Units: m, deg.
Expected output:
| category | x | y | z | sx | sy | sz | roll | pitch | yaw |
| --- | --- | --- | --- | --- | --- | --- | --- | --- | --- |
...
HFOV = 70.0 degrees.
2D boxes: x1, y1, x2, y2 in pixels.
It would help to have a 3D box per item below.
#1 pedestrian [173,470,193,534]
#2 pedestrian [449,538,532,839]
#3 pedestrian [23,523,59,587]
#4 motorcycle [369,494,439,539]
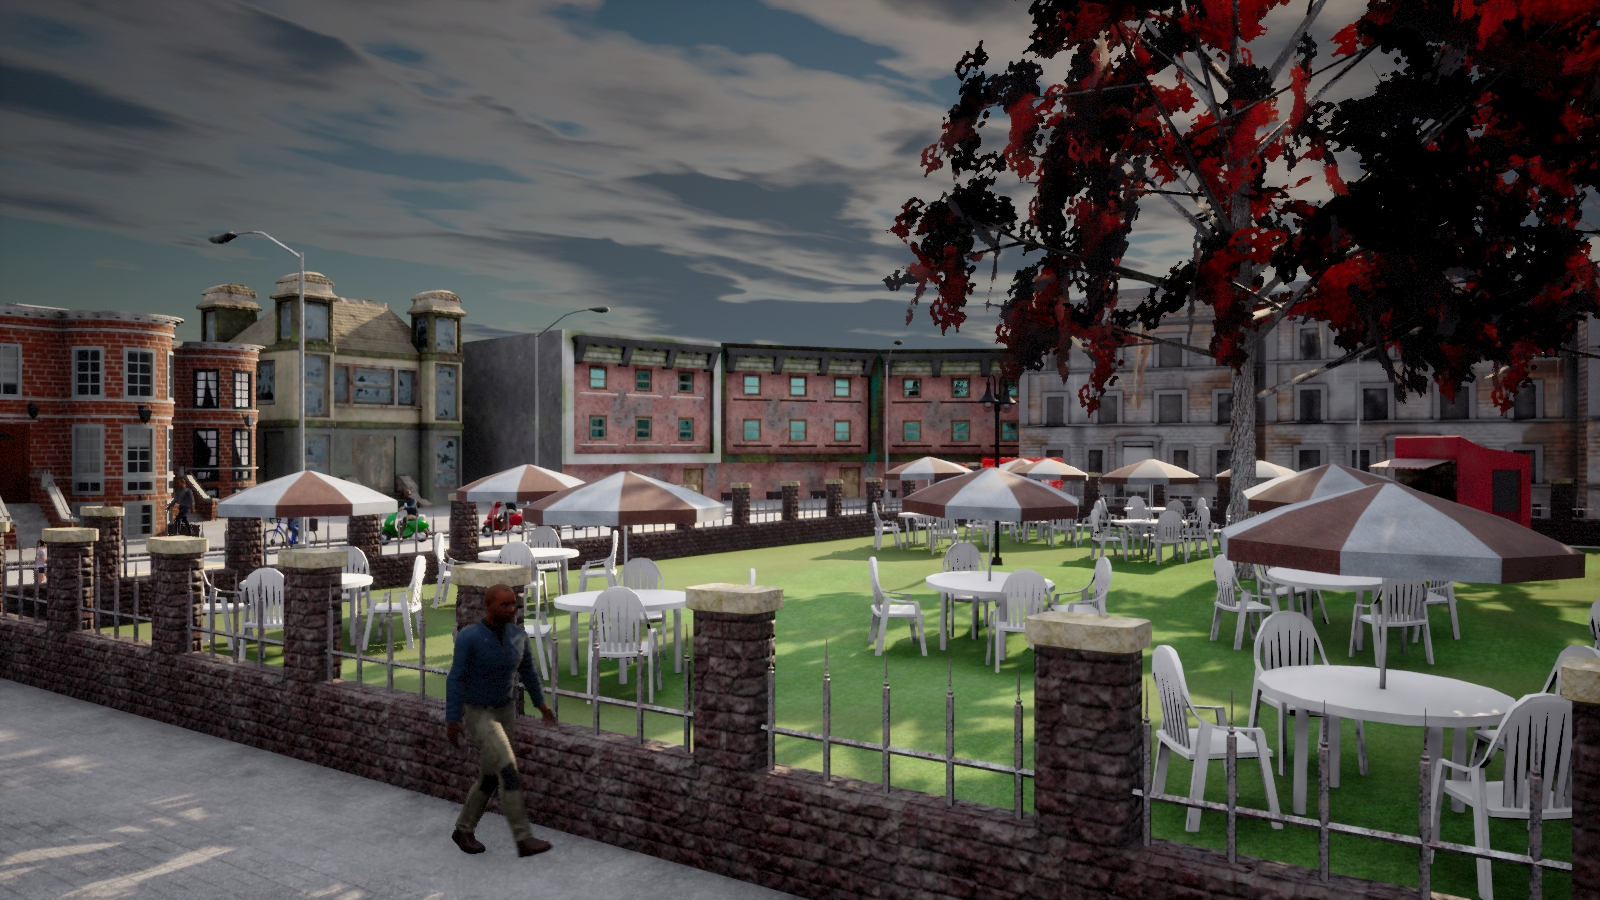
| category | x | y | z | sx | sy | sz | roll | pitch | yaw |
| --- | --- | --- | --- | --- | --- | --- | --- | --- | --- |
| pedestrian | -18.129 | 1.512 | 33.554 | 0.375 | 1.860 | 0.375 | 0 | 0 | 33 |
| pedestrian | -2.021 | 1.522 | 7.465 | 0.375 | 1.860 | 0.375 | 0 | 0 | 36 |
| pedestrian | -13.730 | 1.890 | 20.665 | 0.500 | 1.100 | 0.500 | 0 | 0 | -37 |
| motorcycle | -11.759 | 1.950 | 33.969 | 0.856 | 1.236 | 1.805 | 0 | 0 | 35 |
